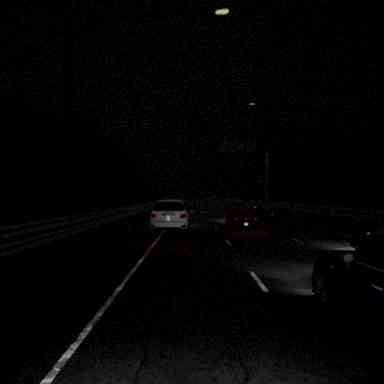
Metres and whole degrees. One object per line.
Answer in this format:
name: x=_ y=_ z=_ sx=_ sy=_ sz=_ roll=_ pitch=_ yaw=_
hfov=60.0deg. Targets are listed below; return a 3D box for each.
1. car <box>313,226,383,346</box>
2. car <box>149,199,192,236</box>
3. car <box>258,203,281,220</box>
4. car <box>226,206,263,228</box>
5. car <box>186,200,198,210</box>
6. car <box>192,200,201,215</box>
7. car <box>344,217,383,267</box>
car: x=3.596 y=1.408 z=5.212 sx=2.097 sy=1.767 sz=4.553 roll=0 pitch=-1 yaw=0
car: x=-1.243 y=1.444 z=20.055 sx=2.150 sy=2.045 sz=5.566 roll=0 pitch=-1 yaw=0
car: x=7.071 y=1.829 z=31.684 sx=1.882 sy=1.535 sz=5.008 roll=0 pitch=-1 yaw=0
car: x=3.580 y=1.866 z=24.216 sx=1.895 sy=1.301 sz=4.718 roll=0 pitch=-1 yaw=0
car: x=-0.049 y=2.123 z=53.522 sx=1.837 sy=1.490 sz=4.892 roll=0 pitch=-1 yaw=0
car: x=-0.015 y=1.957 z=40.312 sx=1.837 sy=1.490 sz=4.892 roll=0 pitch=-1 yaw=0
car: x=7.091 y=1.661 z=10.589 sx=2.033 sy=1.411 sz=5.357 roll=0 pitch=-1 yaw=0
